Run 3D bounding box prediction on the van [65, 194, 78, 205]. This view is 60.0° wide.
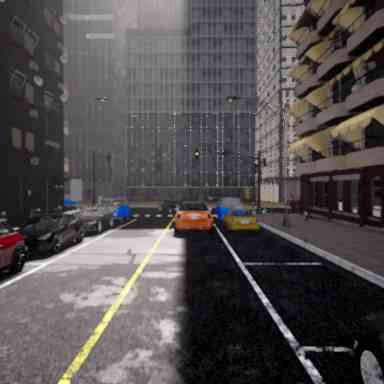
[{"bbox_3d":[-17.140,1.119,44.089,3.998,1.788,1.690,0,1,0],"label":"van"}]

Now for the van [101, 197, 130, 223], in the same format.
[{"bbox_3d":[-5.697,1.291,24.592,1.690,1.788,3.998,-1,0,0],"label":"van"}]

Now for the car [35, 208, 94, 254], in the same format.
[{"bbox_3d":[-5.697,1.538,13.388,1.947,1.339,4.313,-1,0,0],"label":"car"}]

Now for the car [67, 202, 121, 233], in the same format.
[{"bbox_3d":[-5.696,1.512,18.991,2.008,1.369,4.403,-1,0,0],"label":"car"}]

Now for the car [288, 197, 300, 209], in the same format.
[{"bbox_3d":[15.249,1.254,43.889,5.009,1.841,2.192,0,1,0],"label":"car"}]

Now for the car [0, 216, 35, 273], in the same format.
[{"bbox_3d":[-5.700,1.424,7.787,1.967,1.590,4.097,-1,0,0],"label":"car"}]

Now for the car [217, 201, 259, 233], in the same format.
[{"bbox_3d":[2.684,1.485,19.130,1.752,1.417,4.829,-1,0,0],"label":"car"}]

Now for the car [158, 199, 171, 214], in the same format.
[{"bbox_3d":[-2.071,1.483,35.787,1.837,1.490,4.892,2,0,-27],"label":"car"}]

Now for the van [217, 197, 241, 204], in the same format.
[{"bbox_3d":[2.683,1.290,24.561,1.690,1.788,3.998,-1,0,0],"label":"van"}]

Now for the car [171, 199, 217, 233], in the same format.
[{"bbox_3d":[0.107,1.313,19.268,2.097,1.767,4.553,0,0,0],"label":"car"}]

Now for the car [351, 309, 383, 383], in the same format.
[{"bbox_3d":[2.681,1.546,2.154,2.008,1.369,4.403,-1,0,0],"label":"car"}]
